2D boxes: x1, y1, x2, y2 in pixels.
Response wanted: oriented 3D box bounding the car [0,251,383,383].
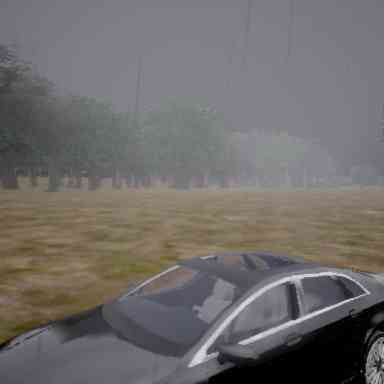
[{"bbox_3d":[0.399,1.492,3.578,4.902,1.511,2.128,0,0,-35],"label":"car"}]
